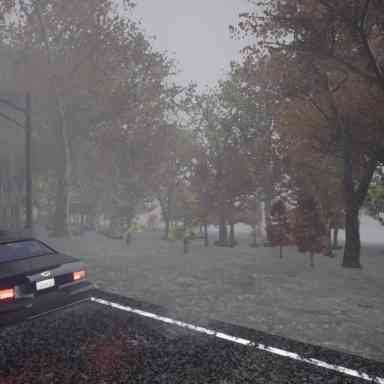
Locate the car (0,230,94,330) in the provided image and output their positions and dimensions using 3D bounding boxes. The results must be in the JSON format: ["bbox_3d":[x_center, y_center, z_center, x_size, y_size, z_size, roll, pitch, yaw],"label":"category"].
[{"bbox_3d":[-4.181,1.506,6.621,5.357,1.411,2.033,-2,1,39],"label":"car"}]
